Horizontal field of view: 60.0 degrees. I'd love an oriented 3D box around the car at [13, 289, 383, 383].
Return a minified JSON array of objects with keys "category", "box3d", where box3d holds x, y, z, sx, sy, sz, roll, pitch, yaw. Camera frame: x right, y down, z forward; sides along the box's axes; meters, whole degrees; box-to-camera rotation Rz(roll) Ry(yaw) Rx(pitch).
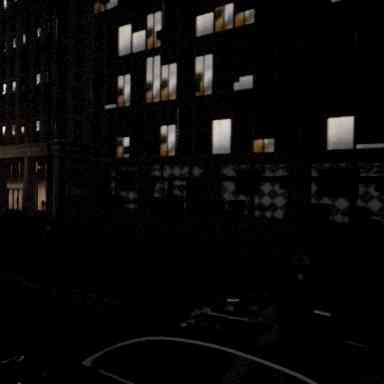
[{"category":"car","box3d":[0.293,1.535,2.654,4.403,1.369,2.008,1,1,35]}]
